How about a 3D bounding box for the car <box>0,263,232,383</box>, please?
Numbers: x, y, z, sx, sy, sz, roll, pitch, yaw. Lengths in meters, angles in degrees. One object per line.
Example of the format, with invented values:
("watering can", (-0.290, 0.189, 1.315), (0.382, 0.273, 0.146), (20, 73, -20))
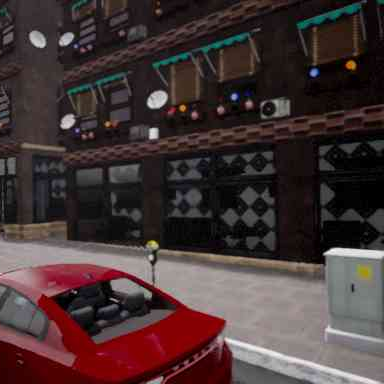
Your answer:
("car", (-1.718, 1.540, 3.955), (4.507, 1.381, 1.887), (0, -1, 35))
